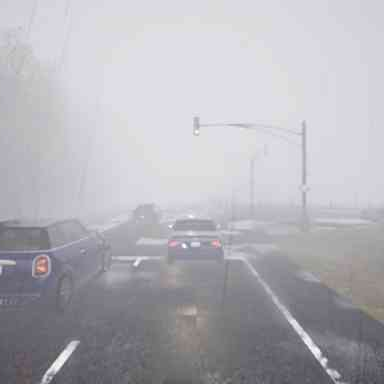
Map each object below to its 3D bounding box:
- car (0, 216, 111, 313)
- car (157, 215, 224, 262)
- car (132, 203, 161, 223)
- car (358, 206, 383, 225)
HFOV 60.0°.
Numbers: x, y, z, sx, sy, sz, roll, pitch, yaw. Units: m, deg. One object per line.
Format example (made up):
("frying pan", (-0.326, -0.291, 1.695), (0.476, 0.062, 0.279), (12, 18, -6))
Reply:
("car", (-3.399, 1.355, 7.838), (2.097, 1.767, 4.553), (0, 0, 0))
("car", (0.099, 1.551, 12.058), (2.033, 1.411, 5.357), (0, 0, 0))
("car", (-3.397, 1.532, 25.249), (1.812, 1.442, 4.674), (0, 0, 0))
("car", (15.306, 1.711, 24.622), (5.357, 1.411, 2.033), (1, -1, 2))
